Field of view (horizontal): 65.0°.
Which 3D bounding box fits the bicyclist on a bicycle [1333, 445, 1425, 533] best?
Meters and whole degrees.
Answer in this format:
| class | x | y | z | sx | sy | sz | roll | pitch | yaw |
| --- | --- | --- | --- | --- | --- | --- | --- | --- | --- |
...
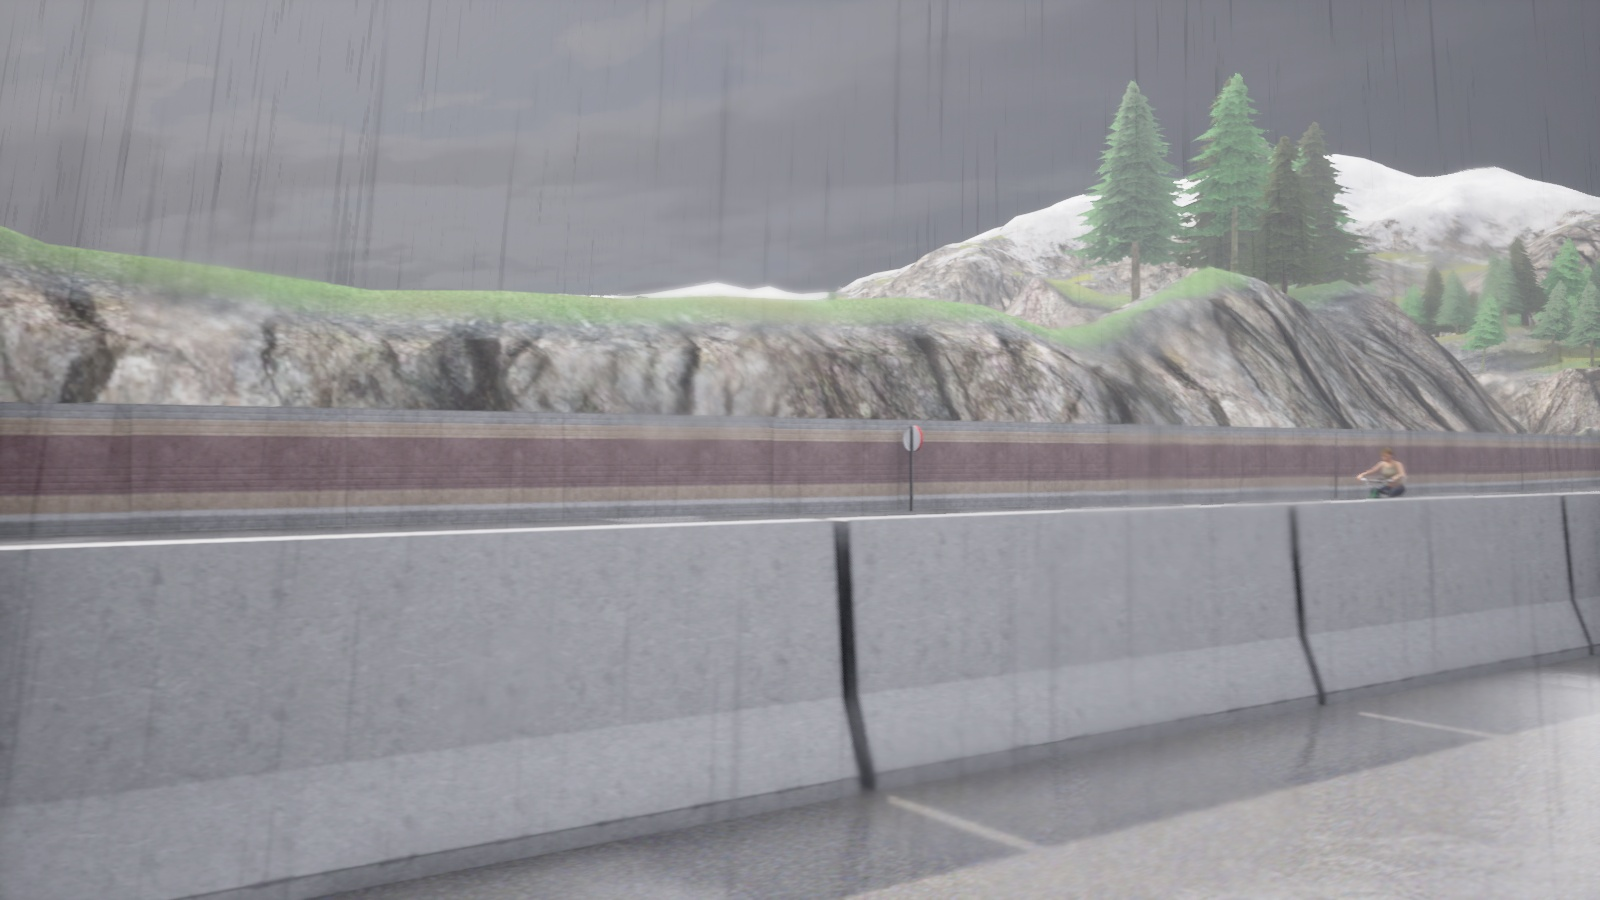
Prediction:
| class | x | y | z | sx | sy | sz | roll | pitch | yaw |
| --- | --- | --- | --- | --- | --- | --- | --- | --- | --- |
| bicyclist on a bicycle | 10.998 | 0.717 | 23.857 | 1.509 | 1.612 | 0.866 | 0 | 1 | -31 |
